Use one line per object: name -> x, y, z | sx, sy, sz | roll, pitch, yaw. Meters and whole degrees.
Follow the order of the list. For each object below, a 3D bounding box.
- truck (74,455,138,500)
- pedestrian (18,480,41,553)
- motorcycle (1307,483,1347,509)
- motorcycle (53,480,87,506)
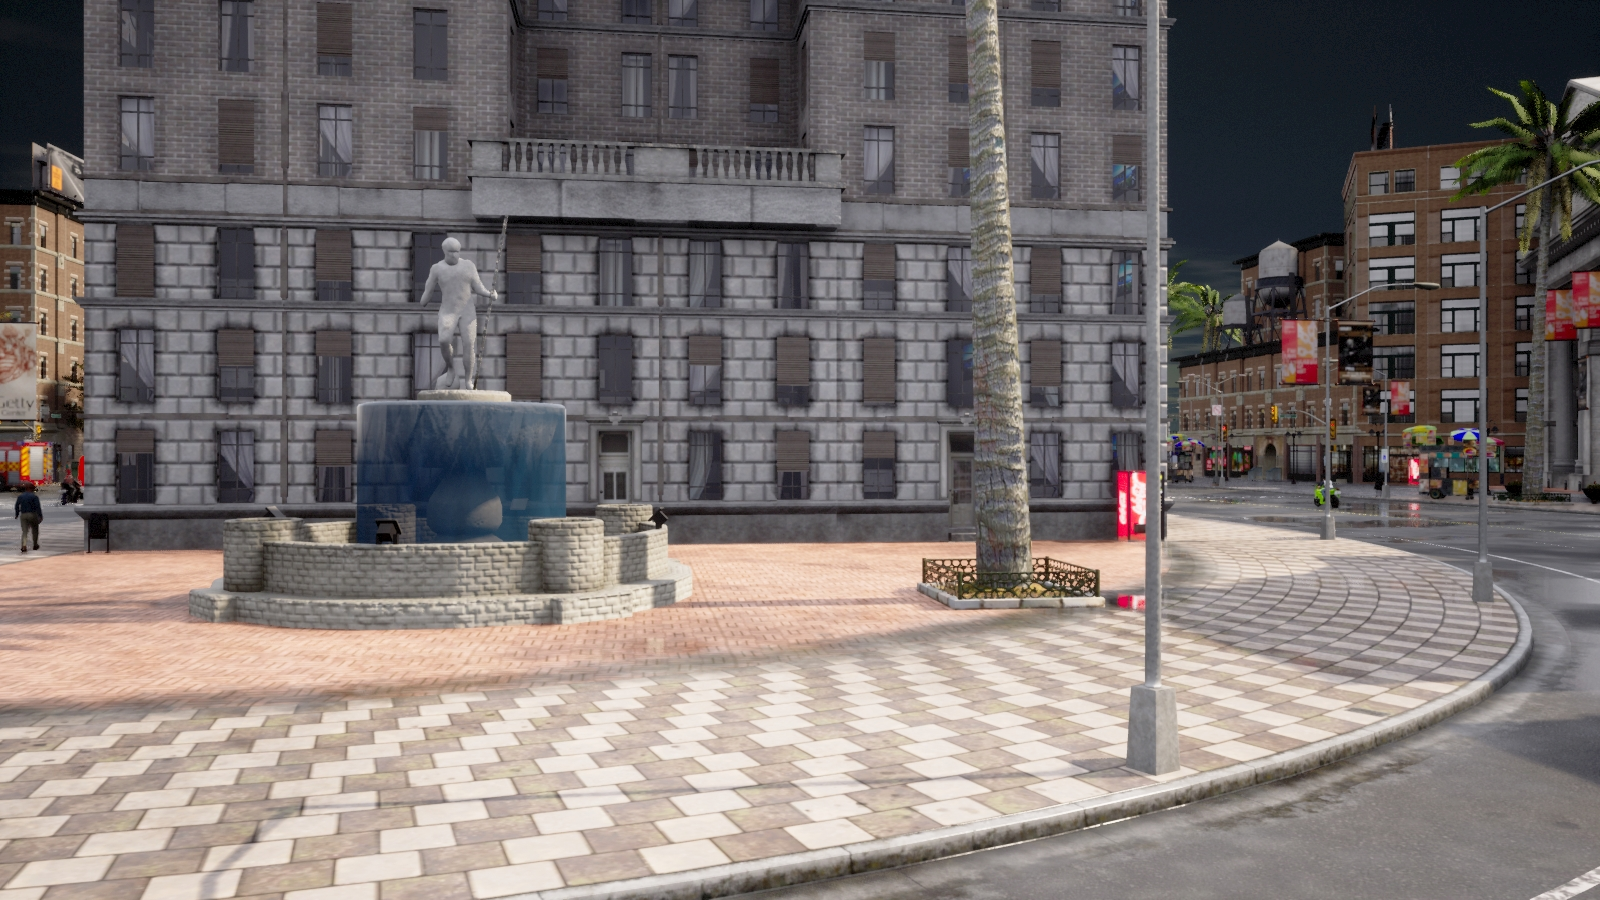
truck -> -40.882, 1.575, 67.456 | 2.627, 2.467, 5.204 | 0, 0, -24
pedestrian -> -19.836, 1.696, 29.423 | 0.375, 1.860, 0.375 | 0, 0, -14
motorcycle -> 25.547, 2.213, 55.422 | 0.803, 1.145, 2.033 | 0, 0, -7
motorcycle -> -37.483, 2.205, 58.696 | 0.867, 1.251, 2.209 | 0, 0, -15
